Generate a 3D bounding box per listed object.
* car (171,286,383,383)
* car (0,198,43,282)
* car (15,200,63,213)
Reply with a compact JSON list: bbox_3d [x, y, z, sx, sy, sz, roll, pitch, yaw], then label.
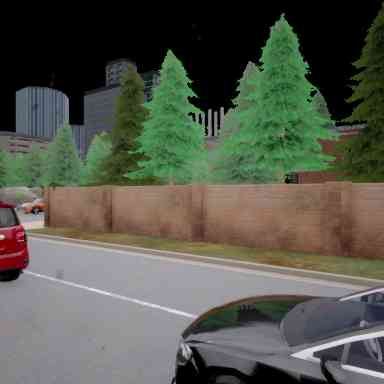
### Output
[{"bbox_3d":[2.052,1.492,2.529,4.902,1.511,2.128,0,0,36],"label":"car"},{"bbox_3d":[-6.420,1.221,8.540,5.566,2.045,2.150,0,0,36],"label":"car"},{"bbox_3d":[-17.368,1.601,37.927,1.895,1.301,4.718,0,0,35],"label":"car"}]
